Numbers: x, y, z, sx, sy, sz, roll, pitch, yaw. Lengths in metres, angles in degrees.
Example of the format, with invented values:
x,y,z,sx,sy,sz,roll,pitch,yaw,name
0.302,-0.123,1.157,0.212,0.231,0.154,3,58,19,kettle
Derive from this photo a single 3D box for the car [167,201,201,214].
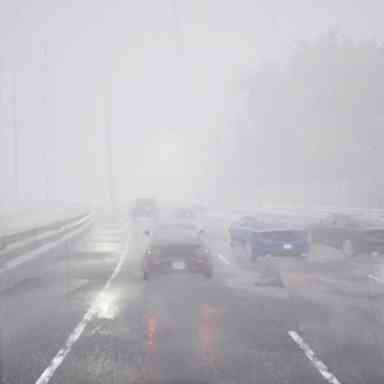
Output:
x,y,z,sx,sy,sz,roll,pitch,yaw,name
-0.973,1.799,30.412,1.812,1.442,4.674,0,-1,-16,car

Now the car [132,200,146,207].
x,y,z,sx,sy,sz,roll,pitch,yaw,name
-10.232,2.192,64.366,1.994,1.385,4.181,0,-1,-19,car

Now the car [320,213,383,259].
x,y,z,sx,sy,sz,roll,pitch,yaw,name
6.186,1.555,13.094,1.882,1.535,5.008,0,-1,-6,car

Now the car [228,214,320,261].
x,y,z,sx,sy,sz,roll,pitch,yaw,name
2.704,1.574,12.818,1.882,1.535,5.008,0,-1,-6,car

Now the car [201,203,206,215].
x,y,z,sx,sy,sz,roll,pitch,yaw,name
-0.019,1.815,38.361,1.882,1.535,5.008,0,-1,-20,car

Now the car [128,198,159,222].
x,y,z,sx,sy,sz,roll,pitch,yaw,name
-4.383,1.510,29.754,2.150,2.045,5.566,0,-1,-16,car

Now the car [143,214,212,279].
x,y,z,sx,sy,sz,roll,pitch,yaw,name
-0.526,1.620,10.276,1.812,1.442,4.674,0,-1,-5,car
